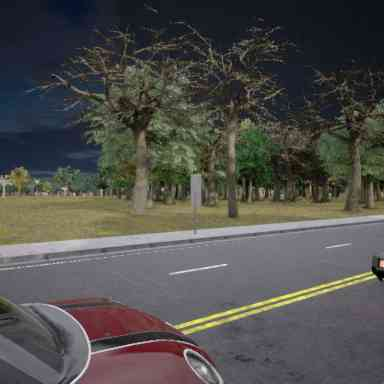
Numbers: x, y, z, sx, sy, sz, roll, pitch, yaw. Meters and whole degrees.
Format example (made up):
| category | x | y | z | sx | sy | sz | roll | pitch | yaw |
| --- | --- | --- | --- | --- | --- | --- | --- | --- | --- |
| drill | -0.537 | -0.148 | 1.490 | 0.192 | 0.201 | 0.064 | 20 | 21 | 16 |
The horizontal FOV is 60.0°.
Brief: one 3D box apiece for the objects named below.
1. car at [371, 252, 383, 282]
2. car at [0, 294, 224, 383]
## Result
| category | x | y | z | sx | sy | sz | roll | pitch | yaw |
| --- | --- | --- | --- | --- | --- | --- | --- | --- | --- |
| car | 6.382 | 1.603 | 7.978 | 4.718 | 1.301 | 1.895 | 0 | 0 | -35 |
| car | -1.895 | 1.352 | 2.089 | 4.553 | 1.767 | 2.097 | 0 | 0 | -35 |
